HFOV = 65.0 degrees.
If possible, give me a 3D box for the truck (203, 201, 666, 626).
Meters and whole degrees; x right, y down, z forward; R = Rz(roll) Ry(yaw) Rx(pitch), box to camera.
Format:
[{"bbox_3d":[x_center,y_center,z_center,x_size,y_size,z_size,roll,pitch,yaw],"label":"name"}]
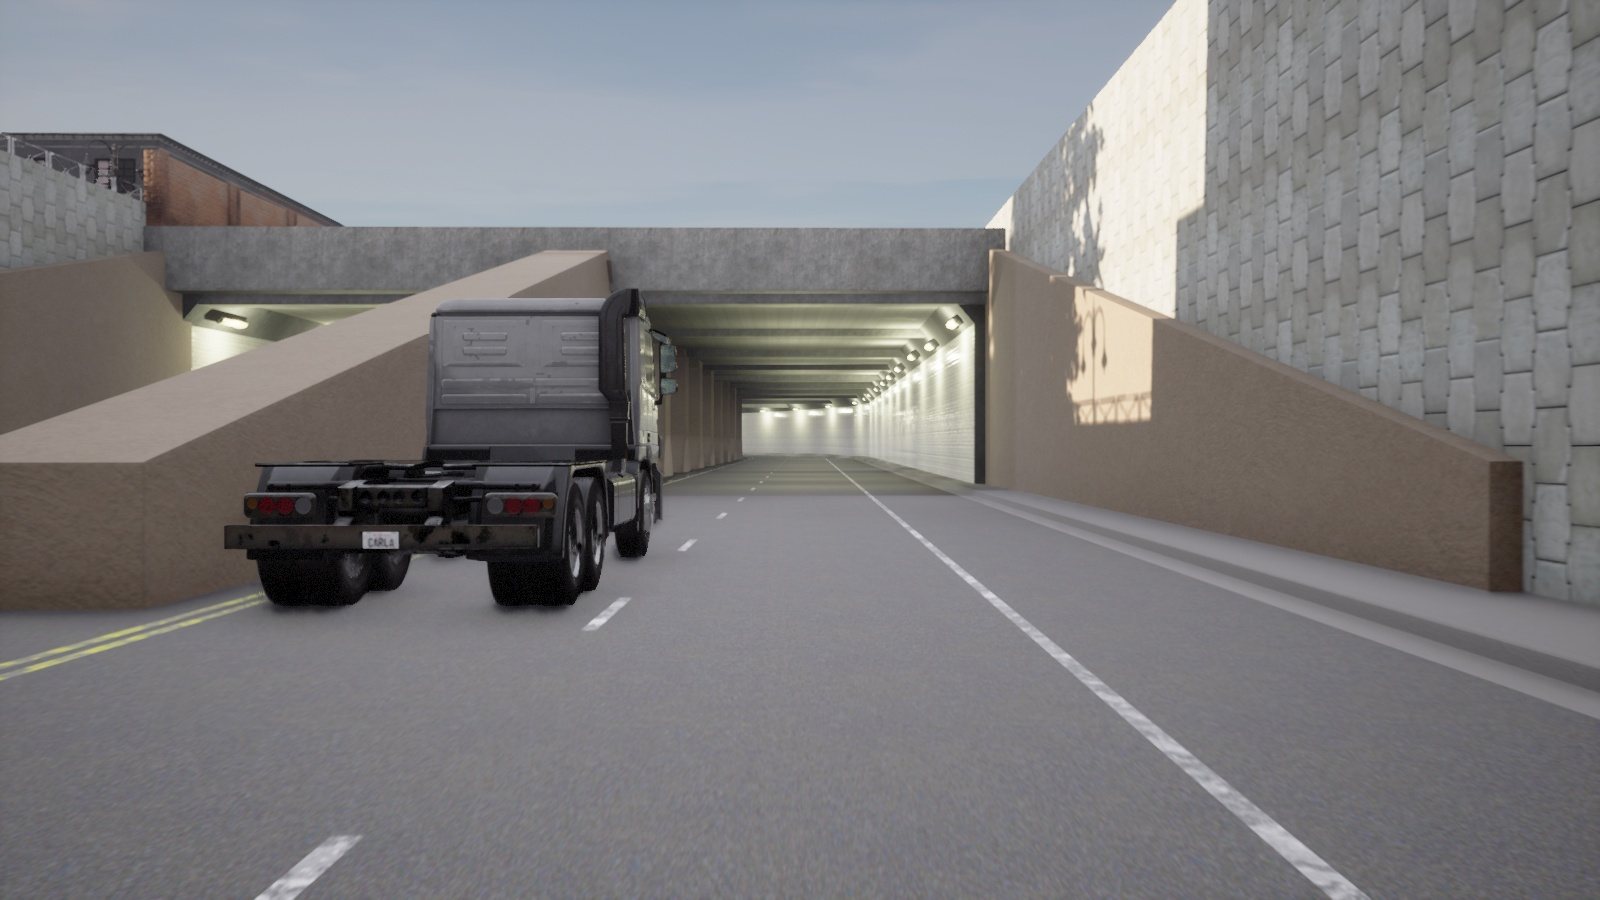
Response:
[{"bbox_3d":[-3.405,-0.318,14.211,2.891,3.462,7.936,0,0,0],"label":"truck"}]
